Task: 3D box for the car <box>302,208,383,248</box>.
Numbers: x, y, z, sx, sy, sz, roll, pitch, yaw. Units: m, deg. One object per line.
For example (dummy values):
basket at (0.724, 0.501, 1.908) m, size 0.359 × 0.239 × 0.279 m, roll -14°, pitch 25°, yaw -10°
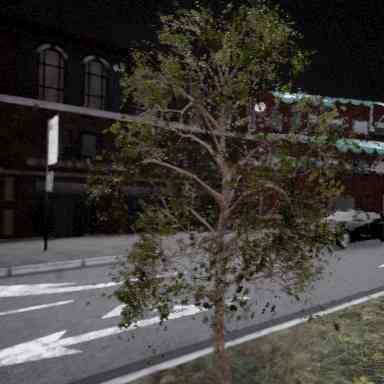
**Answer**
car at (7.000, 1.493, 14.887) m, size 5.008 × 1.535 × 2.097 m, roll 0°, pitch 0°, yaw -32°
